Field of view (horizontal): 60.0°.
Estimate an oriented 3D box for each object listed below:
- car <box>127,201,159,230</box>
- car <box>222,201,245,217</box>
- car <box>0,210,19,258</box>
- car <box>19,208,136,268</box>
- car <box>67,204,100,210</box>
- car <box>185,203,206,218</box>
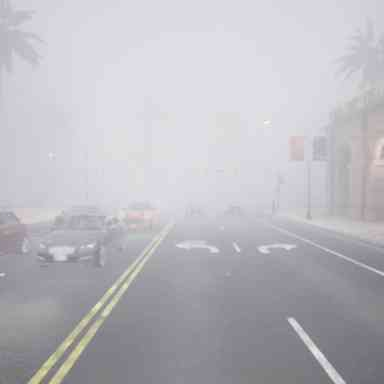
[{"bbox_3d":[-3.380,1.409,21.717,2.097,1.767,4.553,0,0,1],"label":"car"},{"bbox_3d":[3.913,1.606,31.733,1.812,1.442,4.674,0,0,3],"label":"car"},{"bbox_3d":[-7.045,1.380,10.412,2.097,1.767,4.553,0,0,1],"label":"car"},{"bbox_3d":[-3.531,1.522,11.453,2.128,1.511,4.902,0,0,1],"label":"car"},{"bbox_3d":[-6.901,1.533,20.955,1.882,1.535,5.008,0,0,1],"label":"car"},{"bbox_3d":[0.357,1.681,31.374,1.895,1.301,4.718,0,0,1],"label":"car"}]
